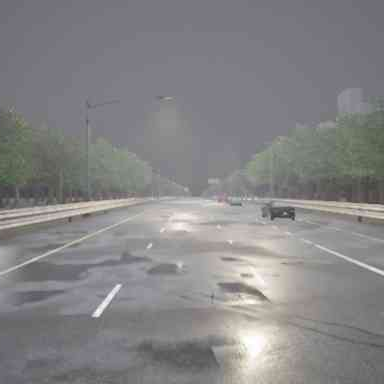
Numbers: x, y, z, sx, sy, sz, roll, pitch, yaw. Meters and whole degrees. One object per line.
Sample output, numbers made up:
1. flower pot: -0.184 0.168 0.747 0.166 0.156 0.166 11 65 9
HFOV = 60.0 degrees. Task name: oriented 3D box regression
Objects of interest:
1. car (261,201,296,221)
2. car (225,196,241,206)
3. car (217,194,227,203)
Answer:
1. car: 7.000 1.484 27.404 1.882 1.535 5.008 0 0 0
2. car: 7.069 1.668 55.664 1.994 1.385 4.181 0 0 0
3. car: 7.184 1.548 77.662 2.150 2.045 5.566 0 -1 0
